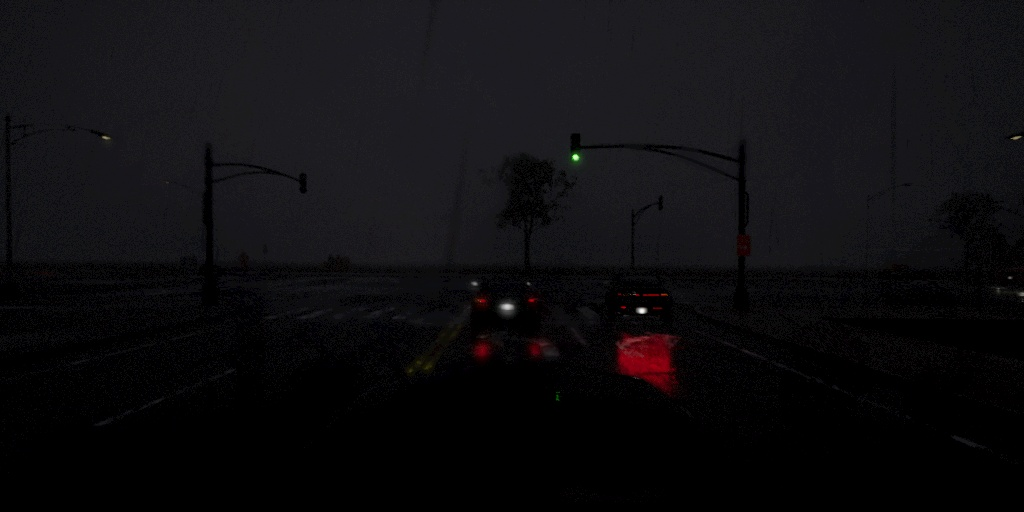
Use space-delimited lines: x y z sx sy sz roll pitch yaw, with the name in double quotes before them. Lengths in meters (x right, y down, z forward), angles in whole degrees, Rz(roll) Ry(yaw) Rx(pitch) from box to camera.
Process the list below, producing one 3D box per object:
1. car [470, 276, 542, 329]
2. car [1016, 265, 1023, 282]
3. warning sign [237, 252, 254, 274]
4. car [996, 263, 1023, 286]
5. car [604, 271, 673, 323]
"car" -0.299 1.306 11.343 1.994 1.385 4.181 0 0 -5
"car" 37.180 1.554 23.518 5.008 1.535 1.882 0 1 2
"warning sign" -23.374 0.564 31.264 1.060 1.860 1.300 0 0 2
"car" 39.951 1.290 26.684 5.566 2.045 2.150 0 1 2
"car" 4.214 1.254 12.212 1.837 1.490 4.892 -1 0 15
